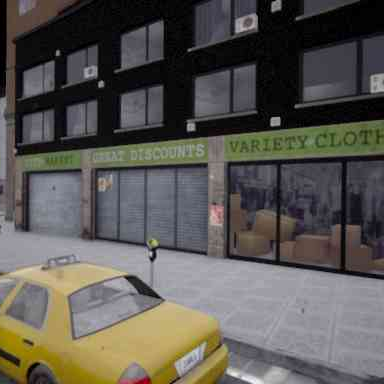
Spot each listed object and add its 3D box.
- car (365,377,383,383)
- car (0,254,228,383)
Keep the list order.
[{"bbox_3d":[2.793,1.552,1.097,4.403,1.369,2.008,0,1,36],"label":"car"},{"bbox_3d":[-1.892,1.521,4.440,4.829,1.417,1.752,0,1,36],"label":"car"}]
